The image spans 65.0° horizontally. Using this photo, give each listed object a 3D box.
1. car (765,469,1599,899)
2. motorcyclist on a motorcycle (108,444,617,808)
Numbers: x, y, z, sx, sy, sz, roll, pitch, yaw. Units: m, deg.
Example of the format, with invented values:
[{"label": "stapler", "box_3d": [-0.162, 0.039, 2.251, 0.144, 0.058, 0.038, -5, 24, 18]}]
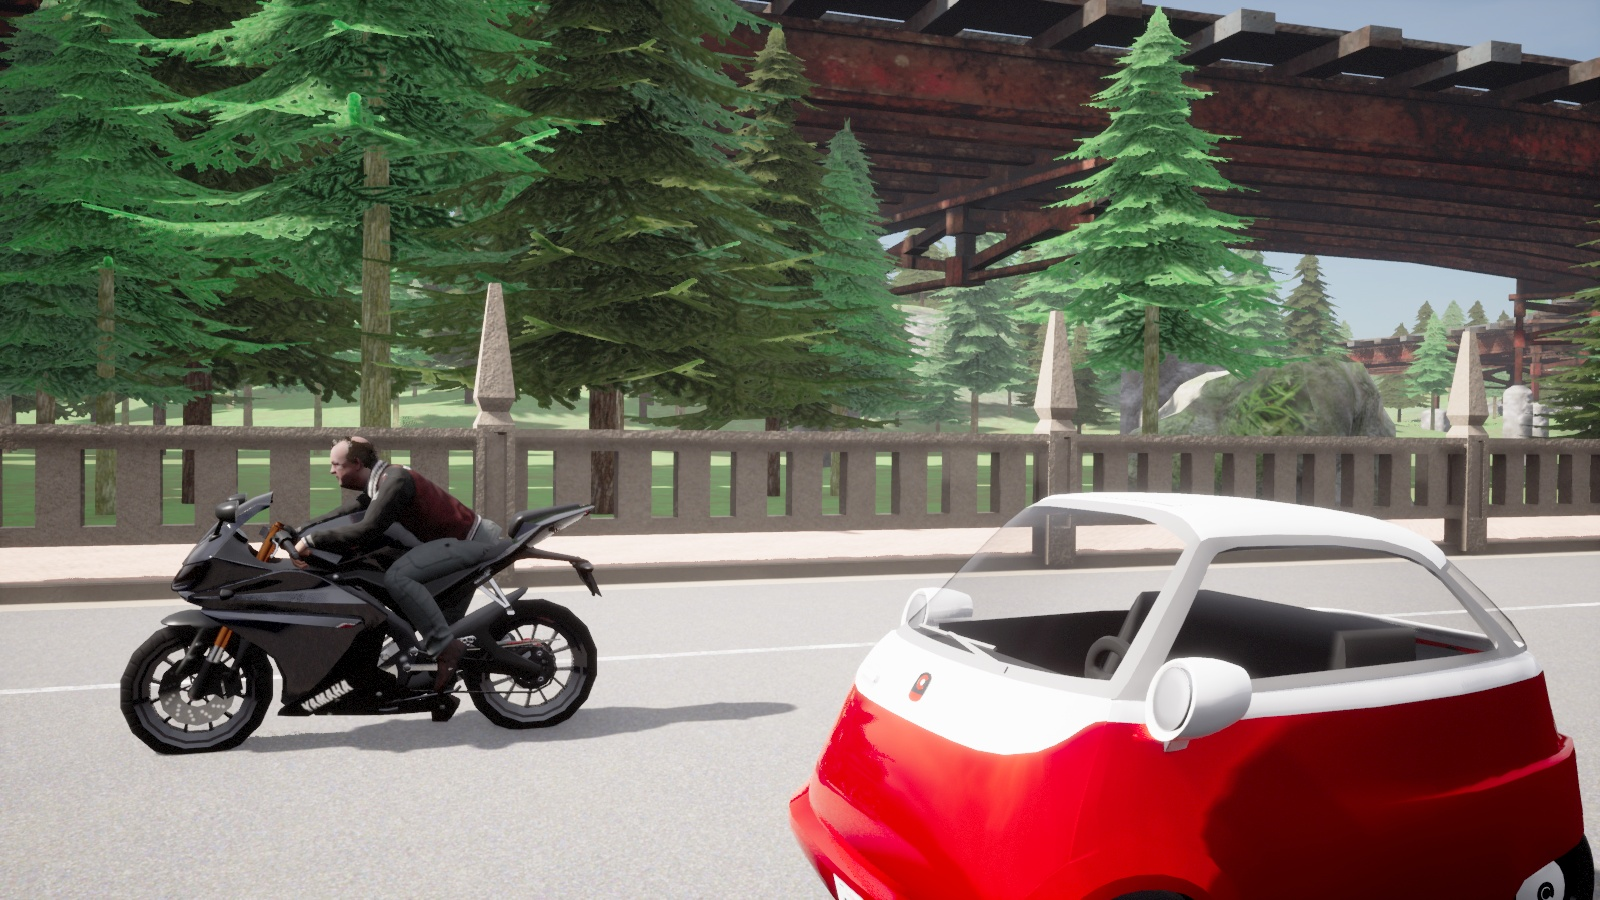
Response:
[{"label": "car", "box_3d": [1.187, 0.780, 3.690, 2.207, 1.376, 1.481, -1, 1, -21]}, {"label": "motorcyclist on a motorcycle", "box_3d": [-2.089, 0.755, 6.190, 2.191, 1.530, 0.866, -1, 1, -21]}]
